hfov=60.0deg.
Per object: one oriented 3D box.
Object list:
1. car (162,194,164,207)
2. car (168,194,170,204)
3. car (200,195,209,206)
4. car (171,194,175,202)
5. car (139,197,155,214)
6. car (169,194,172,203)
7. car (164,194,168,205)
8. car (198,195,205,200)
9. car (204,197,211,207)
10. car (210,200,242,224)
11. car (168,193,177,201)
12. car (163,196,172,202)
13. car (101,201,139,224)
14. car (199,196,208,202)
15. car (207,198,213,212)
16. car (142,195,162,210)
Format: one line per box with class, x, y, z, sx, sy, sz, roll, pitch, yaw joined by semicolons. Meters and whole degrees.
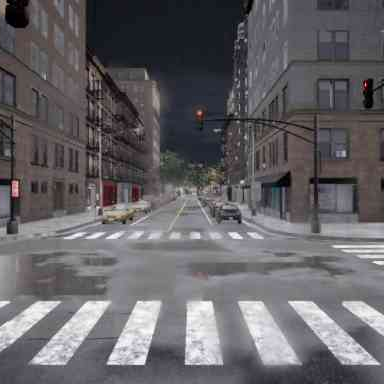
car;-5.389;1.445;46.672;1.967;1.590;4.097;0;0;0
car;-5.380;1.557;57.635;2.008;1.369;4.403;0;0;0
car;2.659;1.557;52.150;2.008;1.369;4.403;0;0;0
car;-5.371;1.324;68.600;2.192;1.841;5.009;0;0;0
car;-5.398;1.528;35.537;1.752;1.417;4.829;0;0;0
car;-5.376;1.573;63.118;1.947;1.339;4.313;0;0;0
car;-5.384;1.446;52.153;1.967;1.590;4.097;0;0;0
car;2.675;1.597;90.524;1.802;1.307;4.206;0;0;0
car;2.652;1.554;35.704;2.008;1.369;4.403;0;0;0
car;2.647;1.552;24.740;2.008;1.369;4.403;0;0;0
car;-5.354;1.330;90.528;2.192;1.841;5.009;0;0;0
car;-5.367;1.535;73.912;1.752;1.417;4.829;0;0;0
car;-5.406;1.526;24.574;1.752;1.417;4.829;0;0;0
car;2.671;1.556;79.560;1.887;1.381;4.507;0;0;0
car;2.649;1.547;30.222;1.887;1.381;4.507;0;0;0
car;-5.393;1.319;41.190;2.192;1.841;5.009;0;0;0
